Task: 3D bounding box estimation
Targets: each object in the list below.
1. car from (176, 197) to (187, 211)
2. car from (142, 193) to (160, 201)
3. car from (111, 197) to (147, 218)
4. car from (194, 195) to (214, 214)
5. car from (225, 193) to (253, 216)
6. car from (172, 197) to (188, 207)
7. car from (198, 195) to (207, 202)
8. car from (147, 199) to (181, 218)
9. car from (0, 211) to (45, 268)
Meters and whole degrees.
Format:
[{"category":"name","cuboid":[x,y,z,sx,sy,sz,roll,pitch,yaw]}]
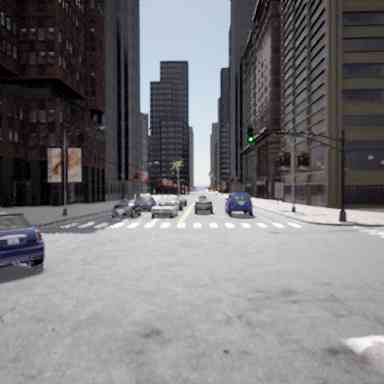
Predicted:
[{"category":"car","cuboid":[-2.067,1.482,39.061,1.994,1.385,4.181,0,0,2]},{"category":"car","cuboid":[-5.345,1.282,38.342,2.097,1.767,4.553,0,0,2]},{"category":"car","cuboid":[-5.647,1.442,29.137,2.128,1.511,4.902,0,0,2]},{"category":"car","cuboid":[1.221,1.407,34.748,2.128,1.511,4.902,0,0,2]},{"category":"car","cuboid":[4.370,1.133,31.441,2.150,2.045,5.566,0,0,2]},{"category":"car","cuboid":[-1.699,1.460,48.903,1.994,1.385,4.181,0,0,2]},{"category":"car","cuboid":[2.203,1.346,70.270,1.837,1.490,4.892,0,0,2]},{"category":"car","cuboid":[-2.379,1.539,29.686,1.895,1.301,4.718,0,0,4]},{"category":"car","cuboid":[-6.570,1.349,10.052,4.553,1.767,2.097,0,0,33]}]
